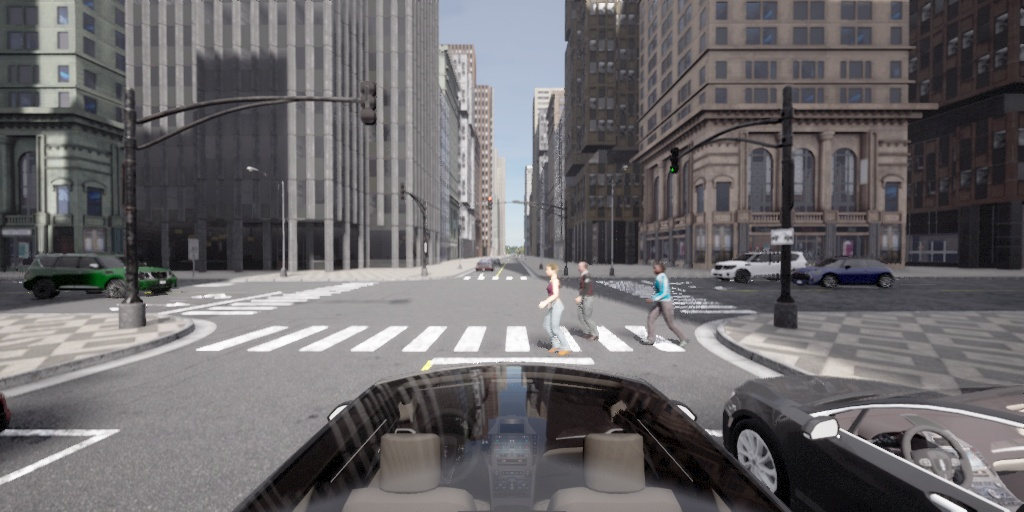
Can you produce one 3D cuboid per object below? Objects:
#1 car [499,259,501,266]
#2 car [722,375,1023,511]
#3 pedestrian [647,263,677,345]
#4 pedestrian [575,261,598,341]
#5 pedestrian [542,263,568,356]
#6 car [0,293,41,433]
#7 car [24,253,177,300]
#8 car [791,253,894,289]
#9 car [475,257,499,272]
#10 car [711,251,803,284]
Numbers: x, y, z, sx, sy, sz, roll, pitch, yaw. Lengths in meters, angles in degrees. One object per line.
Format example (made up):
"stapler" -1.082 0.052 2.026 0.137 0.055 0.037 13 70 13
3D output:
"car" -2.800 0.858 56.728 1.994 1.385 4.181 0 0 1
"car" 2.762 1.302 1.554 2.007 1.370 4.403 0 0 0
"pedestrian" 3.182 0.994 7.624 0.375 1.860 0.375 0 1 0
"pedestrian" 1.693 0.994 8.226 0.375 1.860 0.375 0 1 0
"pedestrian" 0.840 0.999 7.028 0.375 1.860 0.375 0 1 0
"car" -5.764 1.191 1.569 1.967 1.591 4.097 0 0 0
"car" -19.317 0.899 16.979 5.566 2.045 2.150 0 1 0
"car" 18.567 0.882 20.343 4.553 1.767 2.097 0 1 0
"car" -2.890 0.982 39.338 2.033 1.411 5.357 0 0 0
"car" 16.274 0.717 23.590 5.566 2.045 2.150 0 1 1
